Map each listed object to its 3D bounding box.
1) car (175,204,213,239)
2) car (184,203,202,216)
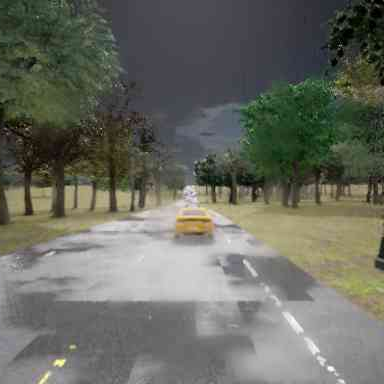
[{"bbox_3d":[0.097,1.572,18.004,1.882,1.535,5.008,0,-1,0],"label":"car"},{"bbox_3d":[0.093,1.980,37.590,1.895,1.301,4.718,0,-1,0],"label":"car"}]
